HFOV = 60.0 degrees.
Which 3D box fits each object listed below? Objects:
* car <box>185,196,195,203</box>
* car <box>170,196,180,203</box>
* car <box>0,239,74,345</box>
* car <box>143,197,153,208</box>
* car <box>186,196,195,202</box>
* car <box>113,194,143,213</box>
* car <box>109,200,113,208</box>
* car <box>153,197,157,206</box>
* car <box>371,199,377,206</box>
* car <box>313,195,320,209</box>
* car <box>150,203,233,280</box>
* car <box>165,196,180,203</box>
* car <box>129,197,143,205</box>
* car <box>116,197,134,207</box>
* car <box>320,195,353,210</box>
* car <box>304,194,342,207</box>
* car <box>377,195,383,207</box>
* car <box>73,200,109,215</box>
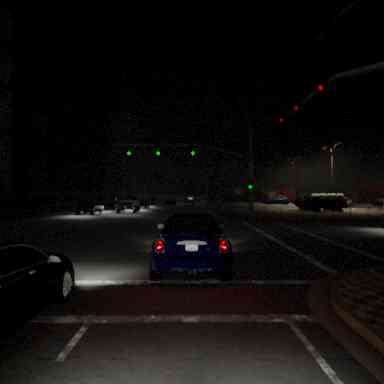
[{"bbox_3d":[-0.339,1.738,65.874,1.895,1.301,4.718,0,0,0],"label":"car"},{"bbox_3d":[-3.841,1.701,76.783,2.033,1.411,5.357,0,0,0],"label":"car"},{"bbox_3d":[-3.475,1.520,5.376,1.837,1.490,4.892,0,0,0],"label":"car"},{"bbox_3d":[-7.417,1.706,49.311,1.895,1.301,4.718,0,0,0],"label":"car"},{"bbox_3d":[-0.341,1.545,75.943,1.812,1.442,4.674,0,0,0],"label":"car"},{"bbox_3d":[-7.434,1.305,39.284,2.150,2.045,5.566,0,0,-2],"label":"car"},{"bbox_3d":[-10.926,1.698,45.236,1.895,1.301,4.718,0,0,0],"label":"car"},{"bbox_3d":[-7.368,1.617,59.471,2.128,1.511,4.902,0,0,1],"label":"car"},{"bbox_3d":[36.627,1.541,62.801,3.905,1.438,1.784,0,0,0],"label":"car"},{"bbox_3d":[21.476,1.522,51.775,3.905,1.438,1.784,0,0,0],"label":"car"},{"bbox_3d":[-0.023,1.398,10.268,2.097,1.767,4.553,0,0,-1],"label":"car"},{"bbox_3d":[-3.739,1.726,59.637,1.895,1.301,4.718,0,0,0],"label":"car"},{"bbox_3d":[-10.839,1.738,64.690,1.895,1.301,4.718,0,0,0],"label":"car"},{"bbox_3d":[-10.900,1.594,54.714,1.882,1.535,5.008,0,0,0],"label":"car"},{"bbox_3d":[21.455,1.547,48.880,3.806,1.475,1.970,0,0,0],"label":"car"},{"bbox_3d":[21.444,1.317,54.459,4.605,1.855,1.932,0,0,0],"label":"car"},{"bbox_3d":[36.543,1.324,59.906,4.605,1.855,1.932,0,0,0],"label":"car"},{"bbox_3d":[-10.925,1.625,35.647,2.033,1.411,5.357,0,0,0],"label":"car"}]
